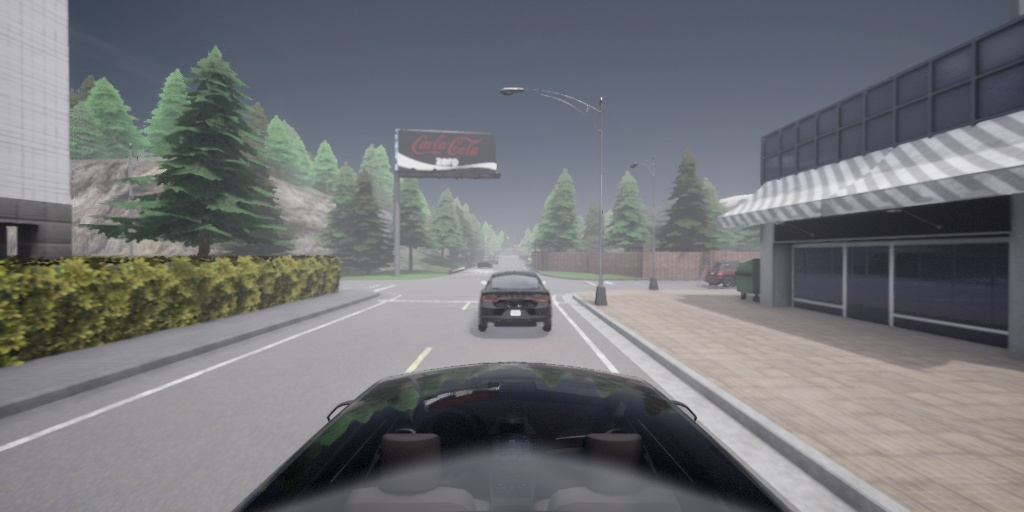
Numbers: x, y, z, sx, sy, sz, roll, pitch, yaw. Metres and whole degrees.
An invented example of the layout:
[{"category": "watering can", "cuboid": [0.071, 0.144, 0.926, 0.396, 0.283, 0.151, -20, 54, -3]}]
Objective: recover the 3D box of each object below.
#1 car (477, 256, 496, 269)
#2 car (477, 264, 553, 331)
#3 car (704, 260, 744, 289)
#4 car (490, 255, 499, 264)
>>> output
[{"category": "car", "cuboid": [-3.562, 1.035, 47.720, 1.895, 1.301, 4.718, 0, 0, 0]}, {"category": "car", "cuboid": [0.059, 1.166, 10.748, 1.882, 1.535, 5.008, 0, 0, -1]}, {"category": "car", "cuboid": [14.950, 1.133, 22.902, 4.553, 1.767, 2.097, 0, 0, 2]}, {"category": "car", "cuboid": [-3.505, 0.673, 64.076, 2.097, 1.767, 4.553, 0, 0, 1]}]
